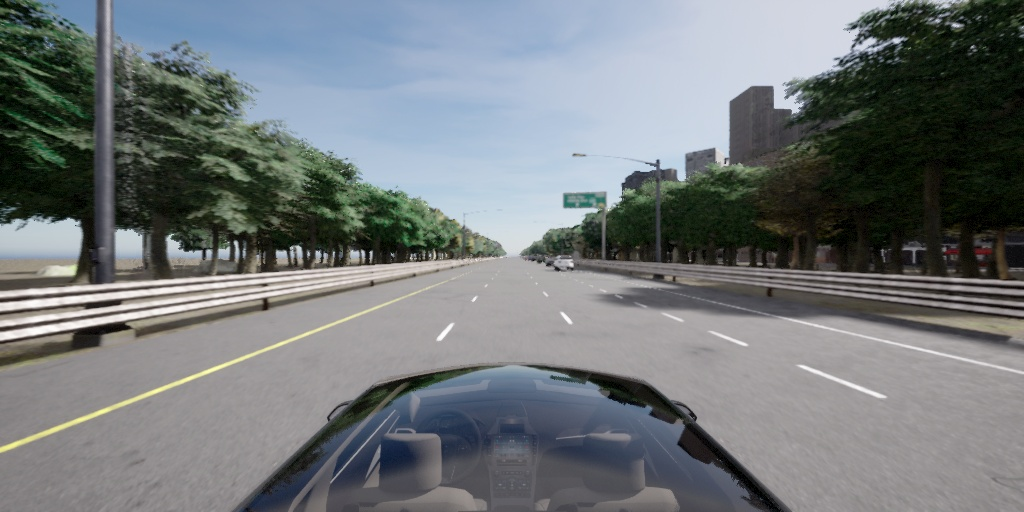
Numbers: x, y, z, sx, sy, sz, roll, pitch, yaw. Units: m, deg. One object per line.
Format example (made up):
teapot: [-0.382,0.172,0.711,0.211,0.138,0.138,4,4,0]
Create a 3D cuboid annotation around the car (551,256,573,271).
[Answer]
car: [7.118,0.957,50.067,2.150,2.045,5.566,0,0,0]
